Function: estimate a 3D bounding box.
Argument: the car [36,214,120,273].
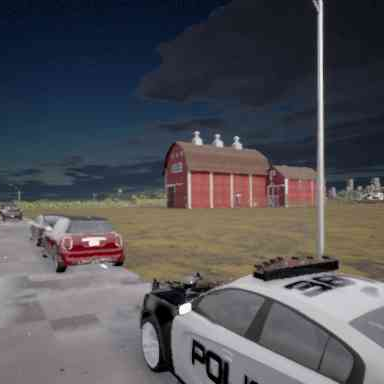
[{"bbox_3d":[-4.091,1.623,12.019,2.097,1.767,4.553,1,-2,-31],"label":"car"}]

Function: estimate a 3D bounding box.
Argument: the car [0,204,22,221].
[{"bbox_3d":[-19.594,2.320,36.146,2.128,1.511,4.902,1,-2,-31],"label":"car"}]

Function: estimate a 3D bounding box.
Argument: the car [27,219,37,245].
[{"bbox_3d":[-7.208,1.883,17.179,1.837,1.490,4.892,1,-2,-31],"label":"car"}]

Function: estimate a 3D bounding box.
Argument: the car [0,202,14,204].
[{"bbox_3d":[-26.307,2.407,47.219,2.150,2.045,5.566,1,-2,-31],"label":"car"}]

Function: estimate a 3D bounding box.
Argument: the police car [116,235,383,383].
[{"bbox_3d":[1.006,1.525,3.576,1.930,1.638,5.238,1,-2,-31],"label":"police car"}]
